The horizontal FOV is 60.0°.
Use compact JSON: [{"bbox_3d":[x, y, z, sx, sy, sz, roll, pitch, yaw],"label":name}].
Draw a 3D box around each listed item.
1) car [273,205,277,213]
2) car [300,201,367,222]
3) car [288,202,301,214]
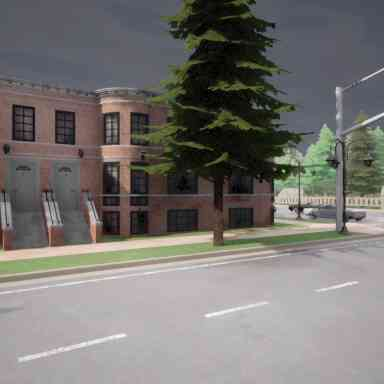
[{"bbox_3d":[6.763,1.505,34.801,1.837,1.490,4.892,0,0,-30],"label":"car"},{"bbox_3d":[11.425,1.601,26.734,1.895,1.301,4.718,0,0,-30],"label":"car"},{"bbox_3d":[11.921,1.601,32.863,1.895,1.301,4.718,0,0,-30],"label":"car"}]
